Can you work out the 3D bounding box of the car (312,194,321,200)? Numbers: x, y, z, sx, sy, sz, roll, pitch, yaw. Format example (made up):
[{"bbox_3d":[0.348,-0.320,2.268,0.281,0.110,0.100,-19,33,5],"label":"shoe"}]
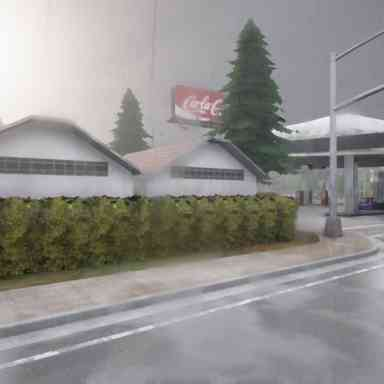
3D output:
[{"bbox_3d":[32.810,1.325,89.407,2.152,1.636,5.027,0,0,-36],"label":"car"}]

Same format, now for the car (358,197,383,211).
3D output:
[{"bbox_3d":[21.714,1.478,39.920,4.611,1.667,2.242,0,0,-36],"label":"car"}]
